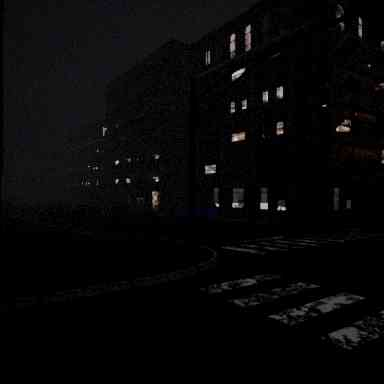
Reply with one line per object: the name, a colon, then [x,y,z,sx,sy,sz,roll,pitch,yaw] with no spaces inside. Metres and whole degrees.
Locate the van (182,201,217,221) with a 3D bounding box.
van: [0.622,1.750,31.206,1.690,1.788,3.998,-1,0,-36]

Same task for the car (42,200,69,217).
car: [-16.161,2.094,39.966,1.967,1.590,4.097,-1,0,-36]

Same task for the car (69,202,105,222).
car: [-9.558,1.908,30.816,1.967,1.590,4.097,-1,0,-36]

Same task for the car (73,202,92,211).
car: [-19.422,2.496,58.694,1.752,1.417,4.829,-1,0,-36]

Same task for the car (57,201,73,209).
car: [-25.927,2.595,67.707,1.967,1.590,4.097,-1,0,-36]

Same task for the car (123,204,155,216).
car: [-6.215,2.122,40.394,1.752,1.417,4.829,-1,0,-36]

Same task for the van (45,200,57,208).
van: [-32.534,2.684,76.858,1.690,1.788,3.998,-1,0,-36]

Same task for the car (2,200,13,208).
car: [-42.577,2.719,76.568,2.192,1.841,5.009,-1,0,-36]

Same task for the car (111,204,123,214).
car: [-9.417,2.253,44.831,1.947,1.339,4.313,-1,0,-36]

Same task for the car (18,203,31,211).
car: [-29.267,2.551,58.129,1.752,1.417,4.829,-1,0,-36]

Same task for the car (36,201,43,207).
car: [-39.131,3.097,86.006,1.947,1.339,4.313,-1,0,-36]
